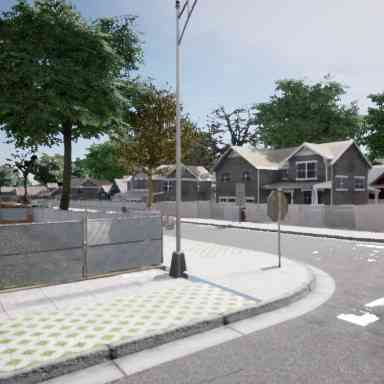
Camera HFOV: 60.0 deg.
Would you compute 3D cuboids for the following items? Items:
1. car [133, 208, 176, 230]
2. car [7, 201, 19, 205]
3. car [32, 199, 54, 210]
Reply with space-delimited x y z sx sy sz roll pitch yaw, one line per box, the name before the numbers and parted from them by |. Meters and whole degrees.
car | -2.936 1.875 23.240 1.812 1.442 4.674 0 -1 -36
car | -39.903 2.784 74.035 2.128 1.511 4.902 0 -1 -36
car | -22.523 2.093 50.155 2.150 2.045 5.566 0 -1 -36
